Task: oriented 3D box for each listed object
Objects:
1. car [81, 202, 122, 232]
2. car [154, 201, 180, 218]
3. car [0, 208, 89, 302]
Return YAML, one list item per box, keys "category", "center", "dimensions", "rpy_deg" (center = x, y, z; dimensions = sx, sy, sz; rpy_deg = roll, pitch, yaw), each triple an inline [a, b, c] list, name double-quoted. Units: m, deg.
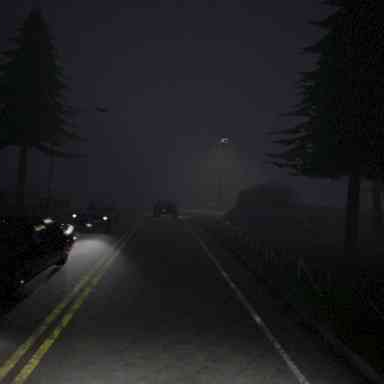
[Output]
- category: "car"
  center: [-5.005, 1.253, 17.886]
  dimensions: [1.895, 1.301, 4.718]
  rpy_deg: [5, 0, -4]
- category: "car"
  center: [-2.228, 1.539, 30.021]
  dimensions: [1.882, 1.535, 5.008]
  rpy_deg: [5, -4, 1]
- category: "car"
  center: [-4.168, 1.221, 7.679]
  dimensions: [2.033, 1.411, 5.357]
  rpy_deg: [5, 0, -5]
